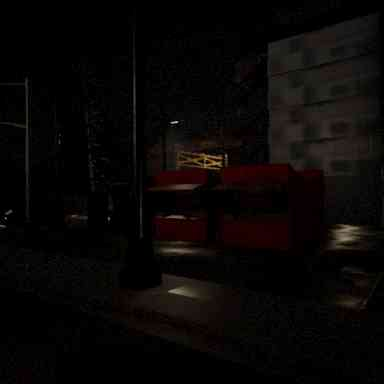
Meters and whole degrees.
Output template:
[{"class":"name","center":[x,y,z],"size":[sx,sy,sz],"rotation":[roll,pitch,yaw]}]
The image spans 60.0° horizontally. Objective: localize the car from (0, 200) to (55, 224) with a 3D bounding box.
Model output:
[{"class":"car","center":[-12.900,1.491,26.270],"size":[2.097,1.767,4.553],"rotation":[-1,-1,36]}]

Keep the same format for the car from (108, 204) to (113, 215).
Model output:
[{"class":"car","center":[-7.191,1.663,34.121],"size":[1.812,1.442,4.674],"rotation":[-1,-1,36]}]
